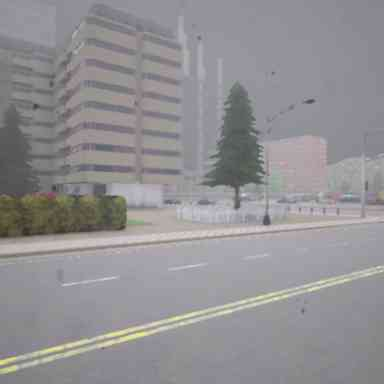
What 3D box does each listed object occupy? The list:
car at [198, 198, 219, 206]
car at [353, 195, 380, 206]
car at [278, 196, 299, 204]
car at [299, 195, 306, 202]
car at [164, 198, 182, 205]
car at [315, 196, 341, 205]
[{"bbox_3d":[3.074,1.871,63.965,1.837,1.490,4.892,1,0,-35],"label":"car"},{"bbox_3d":[43.367,1.925,82.716,1.932,1.855,4.605,1,0,-36],"label":"car"},{"bbox_3d":[25.588,2.065,88.474,1.970,1.475,3.806,1,0,-36],"label":"car"},{"bbox_3d":[27.946,2.060,90.155,1.784,1.438,3.905,1,0,-36],"label":"car"},{"bbox_3d":[-3.856,1.900,67.695,1.994,1.385,4.181,1,0,-35],"label":"car"},{"bbox_3d":[29.661,2.011,72.830,1.970,1.475,3.806,1,0,-36],"label":"car"}]
